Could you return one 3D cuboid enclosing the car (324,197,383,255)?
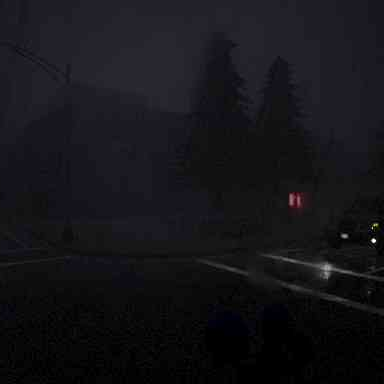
[{"bbox_3d":[7.762,1.248,13.710,5.566,2.045,2.150,0,0,-36],"label":"car"}]
